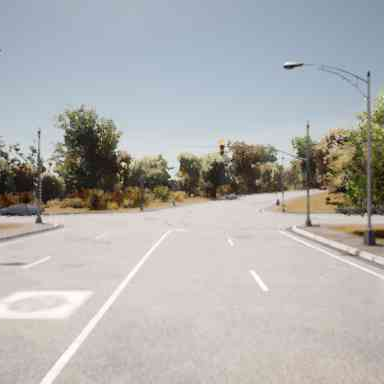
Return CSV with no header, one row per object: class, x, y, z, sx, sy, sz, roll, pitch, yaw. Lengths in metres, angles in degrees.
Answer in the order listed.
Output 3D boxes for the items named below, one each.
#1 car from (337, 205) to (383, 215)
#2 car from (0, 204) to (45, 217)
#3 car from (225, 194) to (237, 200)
car,19.642,1.920,38.265,5.357,1.411,2.033,-1,-1,3
car,-20.846,2.211,40.629,5.357,1.411,2.033,-2,-1,3
car,9.643,1.220,82.125,1.812,1.442,4.674,0,3,28
